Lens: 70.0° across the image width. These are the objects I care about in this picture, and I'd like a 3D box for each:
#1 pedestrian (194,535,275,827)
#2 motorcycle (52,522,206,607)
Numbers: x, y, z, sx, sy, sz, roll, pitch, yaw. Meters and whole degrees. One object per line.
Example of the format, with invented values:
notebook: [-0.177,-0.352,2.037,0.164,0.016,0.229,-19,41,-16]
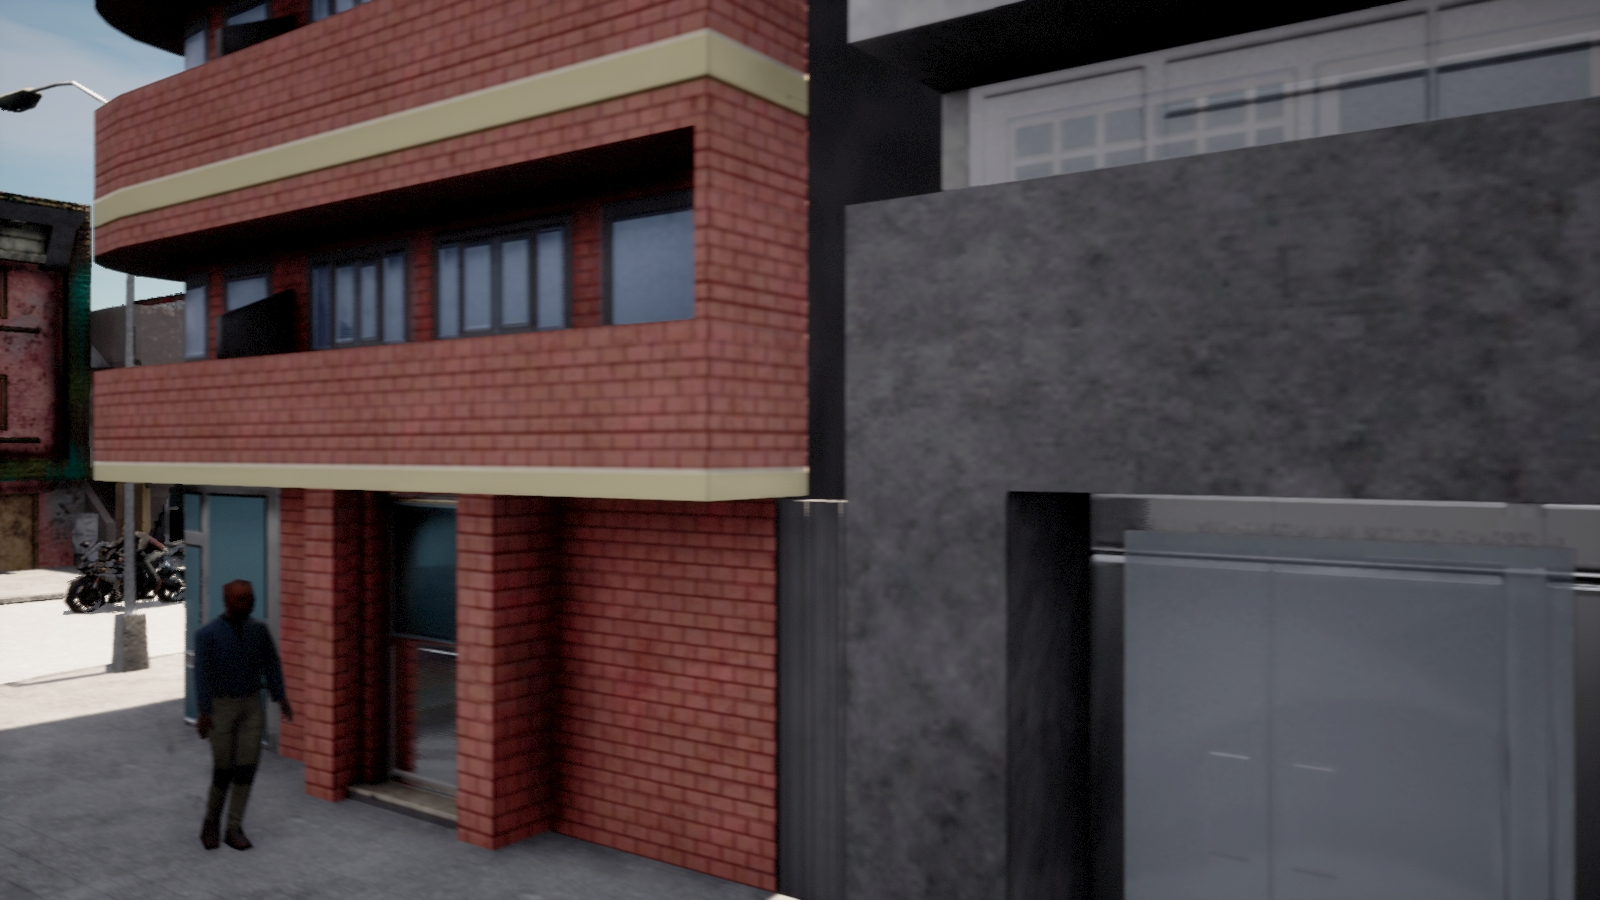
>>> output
pedestrian: [-3.812,1.524,7.705,0.375,1.860,0.375,0,0,41]
motorcycle: [-11.848,1.985,20.261,0.867,1.251,2.209,1,0,31]
